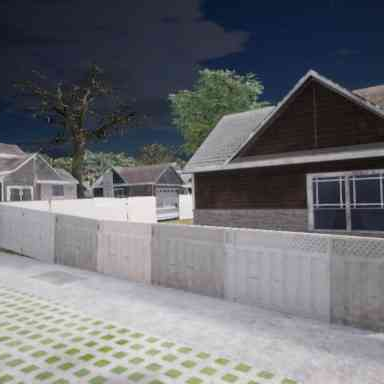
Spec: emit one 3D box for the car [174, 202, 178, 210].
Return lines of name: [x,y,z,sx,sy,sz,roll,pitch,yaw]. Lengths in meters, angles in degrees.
car: [0.031,1.285,37.661,1.895,1.301,4.718,-2,-1,36]

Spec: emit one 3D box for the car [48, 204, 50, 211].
car: [-11.188,1.395,22.315,1.882,1.535,5.008,-2,-1,36]
